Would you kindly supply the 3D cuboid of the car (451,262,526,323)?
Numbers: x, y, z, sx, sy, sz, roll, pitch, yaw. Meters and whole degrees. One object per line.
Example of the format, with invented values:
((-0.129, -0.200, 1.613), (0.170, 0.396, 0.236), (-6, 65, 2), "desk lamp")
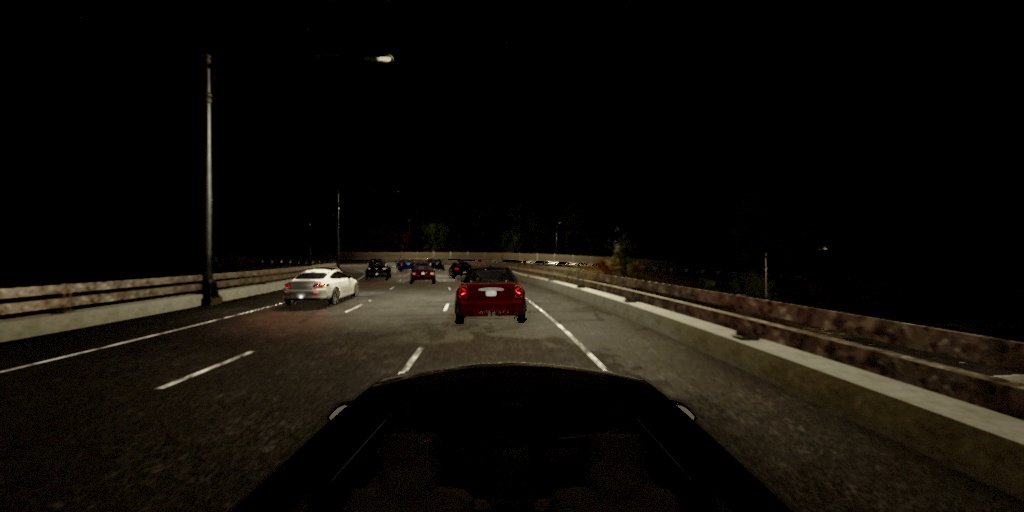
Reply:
((-0.802, 1.094, 12.318), (2.097, 1.767, 4.553), (0, 0, -6), "car")

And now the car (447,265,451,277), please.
((-4.694, 1.262, 32.704), (1.812, 1.442, 4.674), (0, 0, -16), "car")

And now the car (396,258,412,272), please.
((-14.098, 1.102, 47.540), (2.097, 1.767, 4.553), (0, 0, -25), "car")

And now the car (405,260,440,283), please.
((-6.933, 1.294, 27.879), (2.033, 1.411, 5.357), (0, 0, -14), "car")

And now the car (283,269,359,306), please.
((-8.236, 1.285, 15.763), (1.812, 1.442, 4.674), (0, 0, -8), "car")

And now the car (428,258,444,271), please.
((-10.687, 1.092, 48.515), (2.097, 1.767, 4.553), (0, 0, -25), "car")

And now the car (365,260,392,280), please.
((-11.443, 1.245, 30.891), (2.128, 1.511, 4.902), (0, 0, -16), "car")
